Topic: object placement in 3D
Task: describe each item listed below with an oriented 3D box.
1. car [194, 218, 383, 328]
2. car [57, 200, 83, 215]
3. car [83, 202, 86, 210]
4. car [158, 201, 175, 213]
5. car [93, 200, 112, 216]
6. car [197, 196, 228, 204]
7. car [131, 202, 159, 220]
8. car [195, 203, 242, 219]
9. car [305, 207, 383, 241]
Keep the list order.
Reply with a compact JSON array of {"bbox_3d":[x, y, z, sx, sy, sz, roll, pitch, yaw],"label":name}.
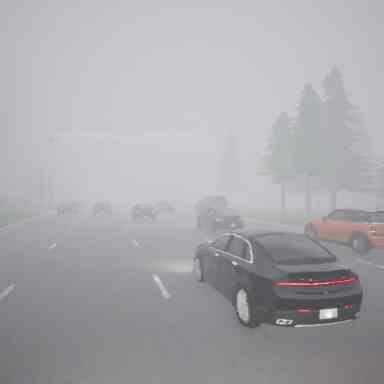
[{"bbox_3d":[1.393,1.553,7.205,1.837,1.490,4.892,0,-1,-14],"label":"car"},{"bbox_3d":[-13.176,1.779,35.734,1.895,1.301,4.718,0,0,-14],"label":"car"},{"bbox_3d":[-15.462,1.751,44.607,1.812,1.442,4.674,0,0,-15],"label":"car"},{"bbox_3d":[-3.394,1.781,39.857,2.033,1.411,5.357,0,0,-14],"label":"car"},{"bbox_3d":[-9.489,1.789,35.453,1.895,1.301,4.718,0,0,-14],"label":"car"},{"bbox_3d":[1.922,1.431,33.247,2.150,2.045,5.566,0,0,-14],"label":"car"},{"bbox_3d":[-4.438,1.770,29.866,1.895,1.301,4.718,0,0,-14],"label":"car"},{"bbox_3d":[1.640,1.655,20.244,1.812,1.442,4.674,0,0,-14],"label":"car"},{"bbox_3d":[6.812,1.461,14.237,2.097,1.767,4.553,0,0,-14],"label":"car"}]
